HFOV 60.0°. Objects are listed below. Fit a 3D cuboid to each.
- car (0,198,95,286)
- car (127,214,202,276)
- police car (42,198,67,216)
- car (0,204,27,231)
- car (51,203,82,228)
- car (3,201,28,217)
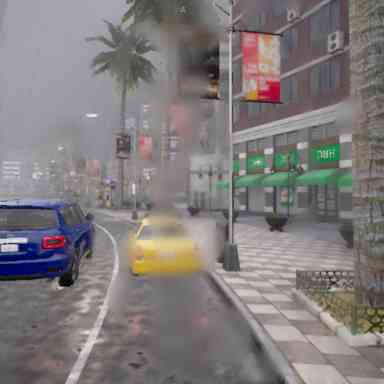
[{"bbox_3d":[-4.125,1.227,9.388,2.150,2.045,5.566,0,0,-9],"label":"car"},{"bbox_3d":[-1.042,1.462,10.377,1.801,1.575,5.366,0,0,-11],"label":"car"},{"bbox_3d":[-13.909,1.442,33.516,1.930,1.638,5.238,0,0,-26],"label":"police car"},{"bbox_3d":[-11.796,1.575,21.267,1.994,1.385,4.181,0,0,-24],"label":"car"},{"bbox_3d":[-8.928,1.539,23.413,1.812,1.442,4.674,0,0,-24],"label":"car"},{"bbox_3d":[-17.150,1.581,32.407,1.994,1.385,4.181,0,0,-27],"label":"car"}]
